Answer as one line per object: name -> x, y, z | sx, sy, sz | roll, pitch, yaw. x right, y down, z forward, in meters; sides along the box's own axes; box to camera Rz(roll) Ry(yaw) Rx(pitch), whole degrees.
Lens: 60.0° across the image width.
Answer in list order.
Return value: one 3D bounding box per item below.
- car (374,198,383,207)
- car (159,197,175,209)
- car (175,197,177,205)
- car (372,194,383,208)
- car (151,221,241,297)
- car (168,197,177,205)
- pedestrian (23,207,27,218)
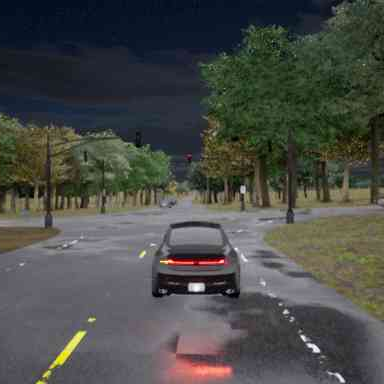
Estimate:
car -> 18.060, 0.766, 27.214 | 4.718, 1.301, 1.895 | -2, -1, 2
car -> -4.234, 1.867, 52.639 | 2.128, 1.511, 4.902 | 0, -1, -1
car -> -4.518, 2.245, 68.452 | 1.895, 1.301, 4.718 | 0, -1, -1
car -> 19.587, 0.738, 30.816 | 4.718, 1.301, 1.895 | -2, -1, 2
car -> 0.084, 1.496, 8.517 | 1.837, 1.490, 4.892 | 0, 0, 0
car -> -4.857, 2.217, 83.197 | 2.150, 2.045, 5.566 | 0, -2, -1
pedestrian -> -18.108, 2.153, 36.113 | 0.375, 1.300, 0.375 | 0, 2, 2
